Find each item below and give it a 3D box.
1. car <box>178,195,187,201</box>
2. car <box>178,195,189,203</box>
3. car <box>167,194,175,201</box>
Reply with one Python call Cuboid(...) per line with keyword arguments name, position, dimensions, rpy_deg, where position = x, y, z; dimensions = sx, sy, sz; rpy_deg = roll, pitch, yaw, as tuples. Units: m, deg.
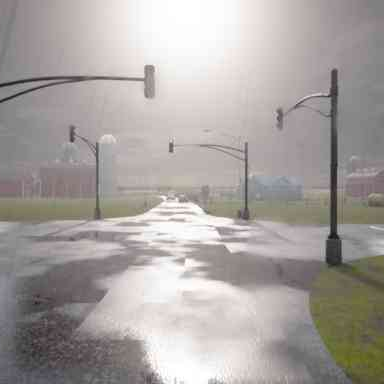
Cuboid(name="car", position=(-2.332, 1.456, 79.952), dimensions=(1.837, 1.490, 4.892), rpy_deg=(0, 0, -4))
Cuboid(name="car", position=(-1.721, 1.617, 69.967), dimensions=(1.895, 1.301, 4.718), rpy_deg=(0, 0, -3))
Cuboid(name="car", position=(-4.708, 1.175, 73.967), dimensions=(1.812, 1.442, 4.674), rpy_deg=(0, 0, -3))
